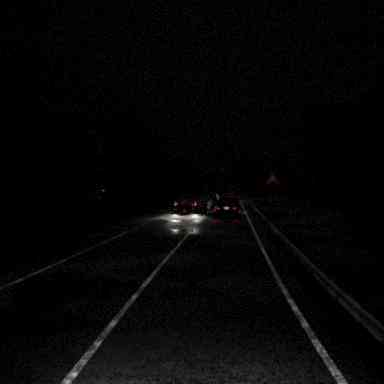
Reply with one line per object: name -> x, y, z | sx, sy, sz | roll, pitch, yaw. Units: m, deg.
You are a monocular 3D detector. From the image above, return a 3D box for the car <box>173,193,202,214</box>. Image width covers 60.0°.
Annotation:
car -> -0.340, 0.899, 29.037 | 2.097, 1.767, 4.553 | 0, 1, 7

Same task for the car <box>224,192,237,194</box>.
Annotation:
car -> 4.974, 0.693, 42.650 | 1.882, 1.535, 5.008 | -1, 2, 11

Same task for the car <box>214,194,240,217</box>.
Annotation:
car -> 2.710, 1.140, 25.820 | 2.033, 1.411, 5.357 | 0, 1, 7
